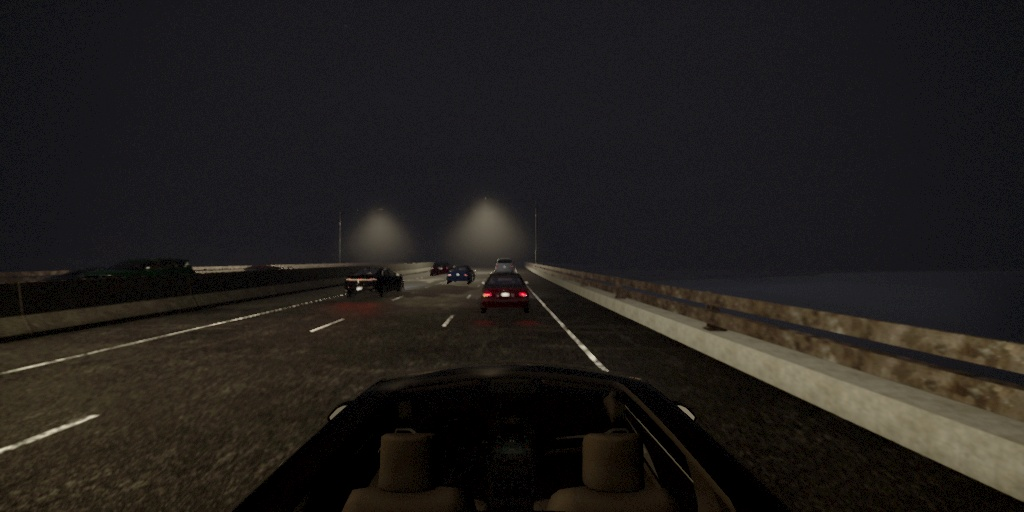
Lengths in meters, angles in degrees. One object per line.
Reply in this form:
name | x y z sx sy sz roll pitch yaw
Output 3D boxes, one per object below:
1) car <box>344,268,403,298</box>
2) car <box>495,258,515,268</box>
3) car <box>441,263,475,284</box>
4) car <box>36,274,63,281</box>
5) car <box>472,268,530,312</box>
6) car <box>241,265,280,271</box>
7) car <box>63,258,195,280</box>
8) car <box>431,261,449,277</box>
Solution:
car | -7.416 1.376 19.663 2.128 1.511 4.902 0 0 -2
car | -0.878 1.279 43.709 2.150 2.045 5.566 0 0 -1
car | -4.163 1.499 29.667 2.033 1.411 5.357 0 0 -1
car | -25.160 1.441 21.492 1.837 1.490 4.892 0 0 -1
car | -0.291 1.384 14.709 2.033 1.411 5.357 0 0 -1
car | -18.257 1.431 25.790 1.882 1.535 5.008 0 0 -1
car | -21.651 1.147 21.017 2.150 2.045 5.566 0 0 -1
car | -7.840 1.402 40.904 2.097 1.767 4.553 0 0 -1
